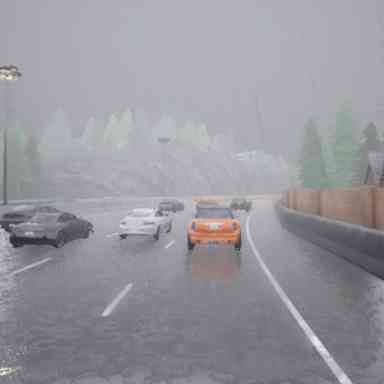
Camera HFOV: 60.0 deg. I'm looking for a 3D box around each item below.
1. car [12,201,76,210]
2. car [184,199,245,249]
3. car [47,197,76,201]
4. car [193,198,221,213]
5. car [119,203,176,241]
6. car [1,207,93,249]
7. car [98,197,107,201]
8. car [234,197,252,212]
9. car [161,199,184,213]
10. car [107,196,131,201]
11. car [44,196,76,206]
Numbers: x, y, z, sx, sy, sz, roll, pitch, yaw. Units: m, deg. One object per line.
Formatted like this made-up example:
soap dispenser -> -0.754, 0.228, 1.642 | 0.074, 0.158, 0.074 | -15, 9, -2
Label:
car -> -8.935, 1.477, 19.463 | 1.837, 1.490, 4.892 | 0, 0, 7
car -> 1.049, 1.352, 14.691 | 2.097, 1.767, 4.553 | 0, 0, 6
car -> -19.776, 1.500, 51.417 | 1.994, 1.385, 4.181 | 0, 0, 18
car -> 1.794, 1.488, 37.413 | 2.128, 1.511, 4.902 | 0, 0, 15
car -> -2.244, 1.516, 16.744 | 1.812, 1.442, 4.674 | 0, 0, 7
car -> -5.989, 1.545, 14.651 | 1.994, 1.385, 4.181 | 0, 0, 6
car -> -14.205, 1.476, 56.905 | 1.812, 1.442, 4.674 | 0, 0, 20
car -> 5.738, 1.359, 38.500 | 2.097, 1.767, 4.553 | 0, 0, 16
car -> -2.155, 1.478, 36.119 | 2.128, 1.511, 4.902 | 0, 0, 14
car -> -11.401, 1.484, 54.419 | 1.812, 1.442, 4.674 | 0, 0, 20
car -> -22.023, 1.478, 55.917 | 2.033, 1.411, 5.357 | 0, 0, 19
